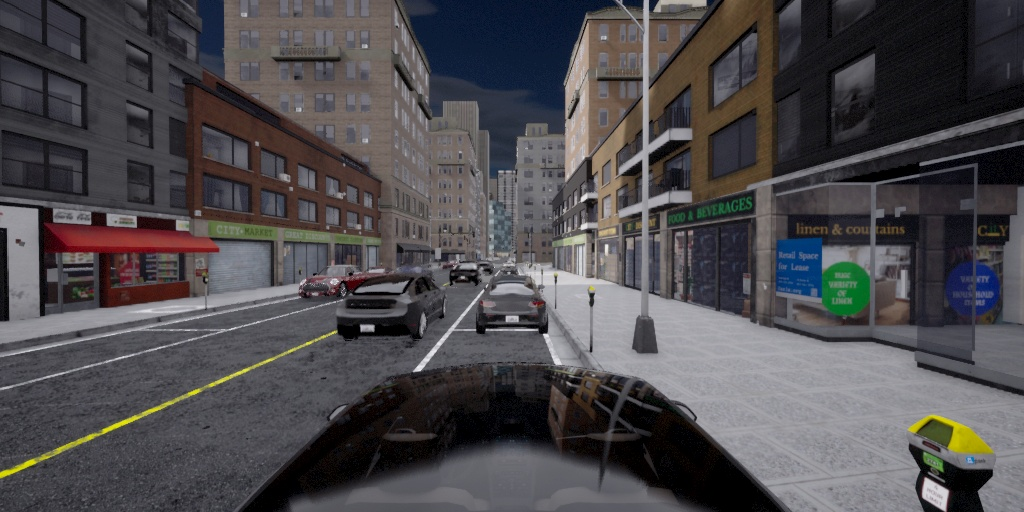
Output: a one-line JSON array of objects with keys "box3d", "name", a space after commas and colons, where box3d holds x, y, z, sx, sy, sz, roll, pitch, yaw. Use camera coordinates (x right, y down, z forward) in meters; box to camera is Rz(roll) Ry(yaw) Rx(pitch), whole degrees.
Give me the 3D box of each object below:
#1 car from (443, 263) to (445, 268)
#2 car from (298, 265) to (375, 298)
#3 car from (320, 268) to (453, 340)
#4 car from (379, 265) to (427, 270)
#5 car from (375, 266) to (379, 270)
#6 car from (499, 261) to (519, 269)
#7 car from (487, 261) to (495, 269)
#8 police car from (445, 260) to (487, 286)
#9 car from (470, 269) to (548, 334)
[{"box3d": [-8.814, 1.266, 51.546, 1.888, 1.381, 4.507, 0, 0, 0], "name": "car"}, {"box3d": [-8.814, 1.185, 18.031, 1.967, 1.591, 4.097, 0, 0, 0], "name": "car"}, {"box3d": [-3.047, 1.254, 9.972, 1.837, 1.490, 4.892, 0, 0, 0], "name": "car"}, {"box3d": [-6.245, 1.291, 22.558, 2.033, 1.411, 5.357, 0, 0, 0], "name": "car"}, {"box3d": [-8.814, 1.325, 23.617, 1.802, 1.307, 4.207, 0, 0, 0], "name": "car"}, {"box3d": [-0.273, 1.287, 34.789, 2.007, 1.370, 4.403, 0, 0, 0], "name": "car"}, {"box3d": [-3.046, 1.237, 40.093, 1.837, 1.490, 4.892, 0, 0, 0], "name": "car"}, {"box3d": [-3.146, 1.167, 25.411, 1.930, 1.638, 5.238, 0, 0, 0], "name": "police car"}, {"box3d": [0.003, 1.273, 10.502, 1.812, 1.442, 4.674, 0, 0, 0], "name": "car"}]
